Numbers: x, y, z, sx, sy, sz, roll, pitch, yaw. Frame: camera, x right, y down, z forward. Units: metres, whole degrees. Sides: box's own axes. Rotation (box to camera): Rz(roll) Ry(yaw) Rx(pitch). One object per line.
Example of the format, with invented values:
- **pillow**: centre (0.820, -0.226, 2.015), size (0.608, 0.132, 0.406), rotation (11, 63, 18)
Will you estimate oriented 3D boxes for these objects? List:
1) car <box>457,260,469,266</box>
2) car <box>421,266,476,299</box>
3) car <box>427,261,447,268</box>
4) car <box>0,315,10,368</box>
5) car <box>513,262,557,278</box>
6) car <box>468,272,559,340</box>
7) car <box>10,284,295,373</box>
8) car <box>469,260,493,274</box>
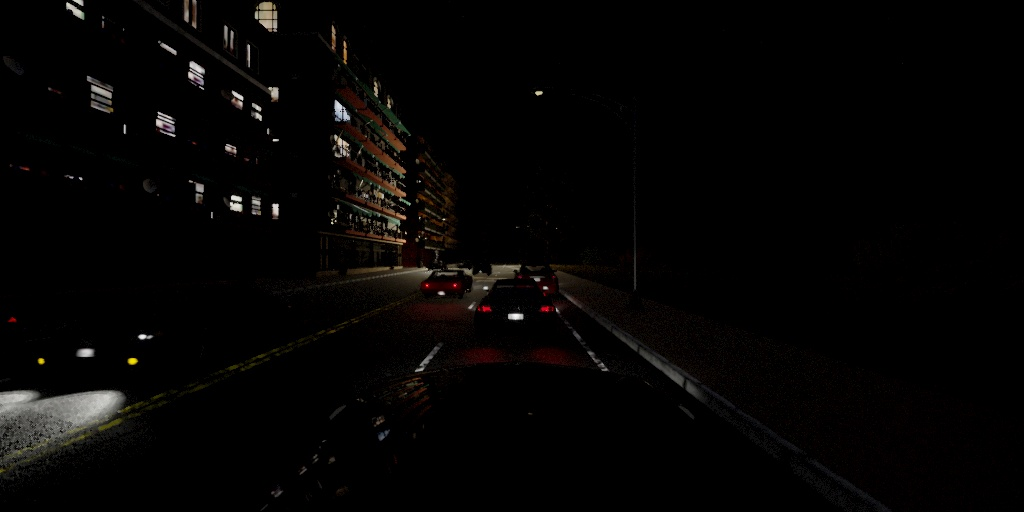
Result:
- **car**: centre (-6.564, 1.256, 50.369), size (1.837, 1.490, 4.892), rotation (0, 0, 0)
- **car**: centre (-3.141, 1.353, 18.219), size (1.895, 1.301, 4.718), rotation (0, 0, 0)
- **car**: centre (-9.817, 1.315, 47.381), size (1.994, 1.385, 4.181), rotation (0, 0, 0)
- **car**: centre (-9.849, 1.314, 4.704), size (1.994, 1.385, 4.181), rotation (0, 0, 0)
- **car**: centre (1.148, 1.103, 18.556), size (2.097, 1.767, 4.553), rotation (0, 0, 0)
- **car**: centre (0.100, 1.315, 9.976), size (1.994, 1.385, 4.181), rotation (0, 0, 0)
- **car**: centre (-6.596, 1.315, 7.536), size (1.994, 1.385, 4.181), rotation (0, 0, 0)
- **car**: centre (-3.125, 1.258, 38.155), size (1.837, 1.490, 4.892), rotation (0, 0, 0)
